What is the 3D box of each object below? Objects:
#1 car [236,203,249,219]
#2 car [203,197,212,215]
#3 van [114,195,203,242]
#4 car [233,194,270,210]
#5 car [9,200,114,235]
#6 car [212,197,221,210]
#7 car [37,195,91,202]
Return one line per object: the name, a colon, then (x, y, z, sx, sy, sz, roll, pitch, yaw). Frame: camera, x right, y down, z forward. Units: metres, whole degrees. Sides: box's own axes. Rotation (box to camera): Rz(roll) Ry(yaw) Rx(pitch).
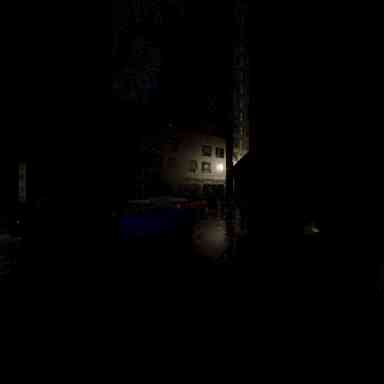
car: (5.090, 1.280, 24.614, 2.008, 1.369, 4.403, 1, 1, 35)
car: (-0.671, 1.061, 26.641, 2.097, 1.767, 4.553, 0, 1, 35)
van: (-1.417, 1.208, 15.475, 1.690, 1.788, 3.998, 1, 1, 35)
car: (6.649, 1.045, 36.897, 2.128, 1.511, 4.902, 0, 1, 36)
car: (-6.646, 1.383, 18.253, 2.033, 1.411, 5.357, 0, 1, 36)
car: (1.401, 1.166, 34.130, 1.947, 1.339, 4.313, 1, 2, 35)
car: (-8.360, 1.123, 20.420, 2.192, 1.841, 5.009, 1, 1, 35)
